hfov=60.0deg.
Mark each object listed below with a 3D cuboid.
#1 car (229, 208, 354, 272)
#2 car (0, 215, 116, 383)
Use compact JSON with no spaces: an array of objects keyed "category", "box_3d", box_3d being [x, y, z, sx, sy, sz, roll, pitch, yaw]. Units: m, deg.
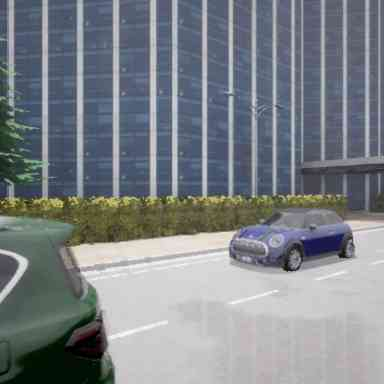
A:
[{"category":"car","box_3d":[3.361,1.353,10.976,4.553,1.767,2.097,0,0,-37]},{"category":"car","box_3d":[-3.162,1.225,1.600,5.566,2.045,2.150,0,0,-37]}]
